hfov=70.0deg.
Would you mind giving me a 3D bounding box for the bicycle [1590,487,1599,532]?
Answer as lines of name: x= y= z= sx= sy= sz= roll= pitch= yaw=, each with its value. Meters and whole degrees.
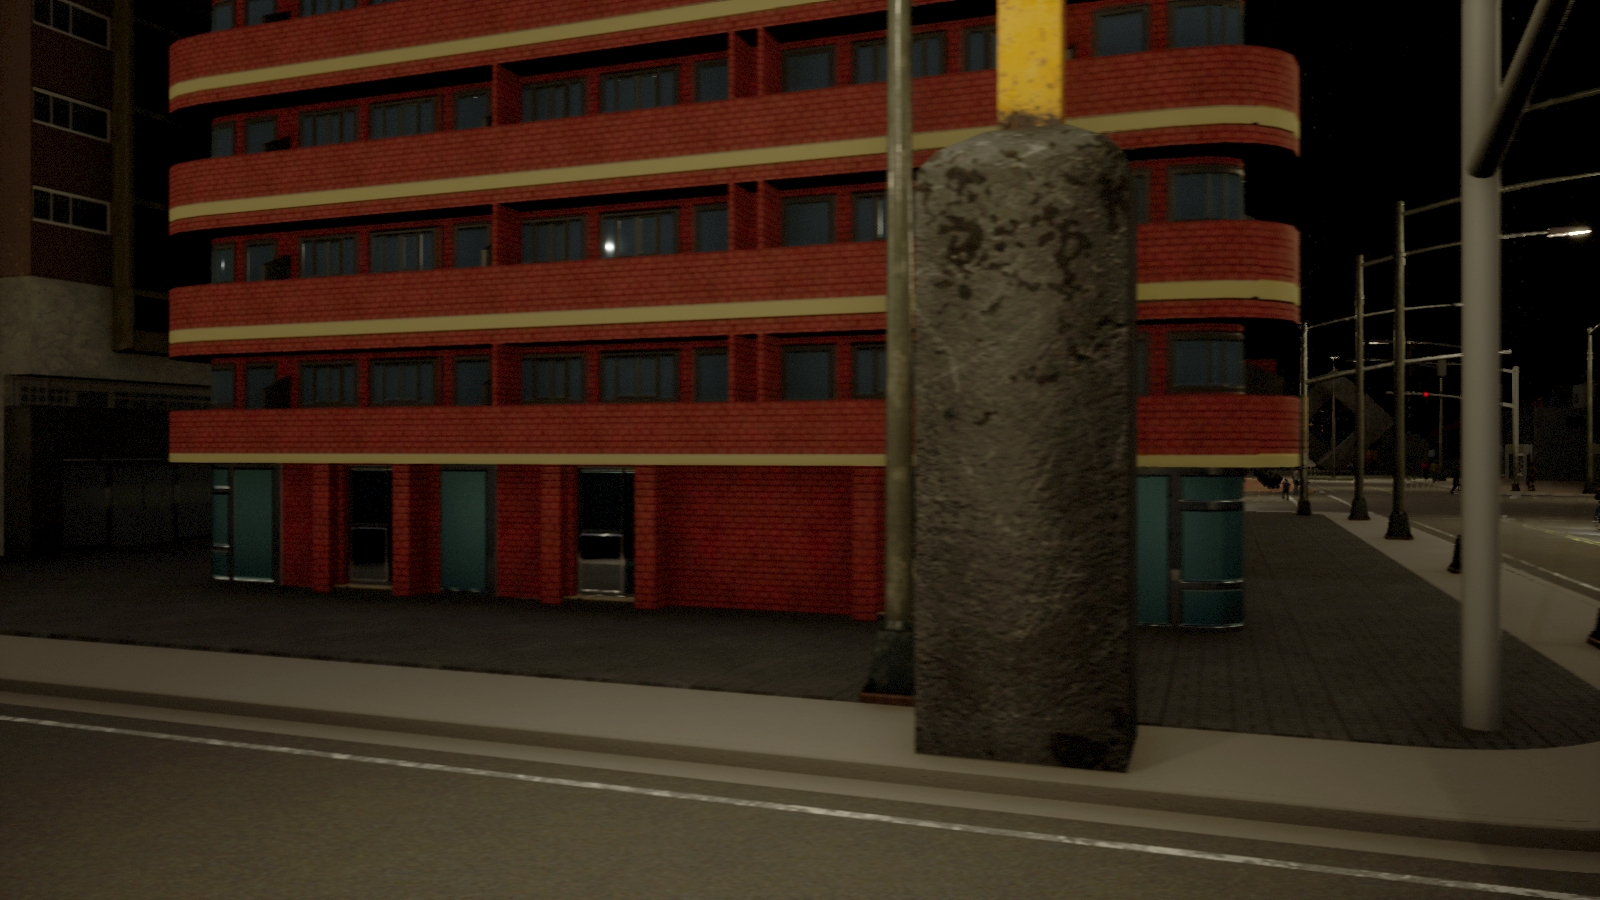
bicycle: x=27.662 y=2.049 z=39.331 sx=0.329 sy=1.496 sz=1.835 roll=0 pitch=0 yaw=21
